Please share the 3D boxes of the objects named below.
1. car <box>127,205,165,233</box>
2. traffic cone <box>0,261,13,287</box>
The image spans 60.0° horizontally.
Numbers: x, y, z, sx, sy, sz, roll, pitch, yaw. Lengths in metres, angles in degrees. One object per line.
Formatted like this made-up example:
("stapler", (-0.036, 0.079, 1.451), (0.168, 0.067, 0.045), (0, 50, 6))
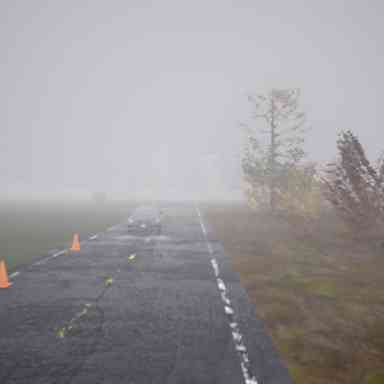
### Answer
("car", (-2.580, 1.478, 19.410), (1.812, 1.442, 4.674), (0, 0, -2))
("traffic cone", (-4.525, 1.938, 7.959), (0.340, 0.580, 0.340), (0, 0, 0))
